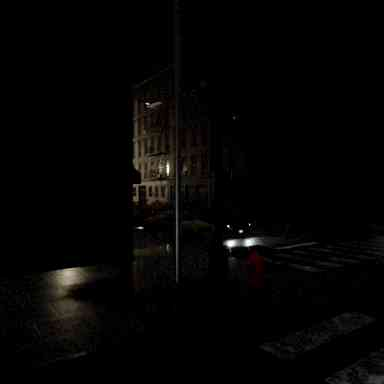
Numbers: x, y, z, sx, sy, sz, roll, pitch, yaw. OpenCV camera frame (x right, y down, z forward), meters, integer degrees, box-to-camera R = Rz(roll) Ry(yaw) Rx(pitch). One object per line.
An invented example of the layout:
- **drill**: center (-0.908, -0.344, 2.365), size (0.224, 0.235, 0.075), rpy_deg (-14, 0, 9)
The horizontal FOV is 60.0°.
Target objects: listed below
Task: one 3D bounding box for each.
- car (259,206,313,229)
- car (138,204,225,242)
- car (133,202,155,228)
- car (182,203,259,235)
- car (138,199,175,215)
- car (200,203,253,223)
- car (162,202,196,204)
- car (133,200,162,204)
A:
- **car**: center (5.731, 1.557, 21.523), size (1.947, 1.339, 4.313), rpy_deg (0, 0, -35)
- **car**: center (-0.713, 1.554, 16.737), size (1.752, 1.417, 4.829), rpy_deg (0, 0, -35)
- **car**: center (-3.952, 1.584, 21.285), size (2.008, 1.369, 4.403), rpy_deg (0, 0, -35)
- **car**: center (1.011, 1.565, 18.735), size (2.033, 1.411, 5.357), rpy_deg (0, 0, -32)
- **car**: center (-3.787, 1.528, 34.889), size (1.752, 1.417, 4.829), rpy_deg (0, 0, -35)
- **car**: center (2.591, 1.578, 25.932), size (1.802, 1.307, 4.206), rpy_deg (0, 0, -35)
- **car**: center (-0.549, 1.565, 30.341), size (1.947, 1.339, 4.313), rpy_deg (0, 0, -35)
- **car**: center (-4.745, 1.516, 26.776), size (2.128, 1.511, 4.902), rpy_deg (0, 0, -35)
